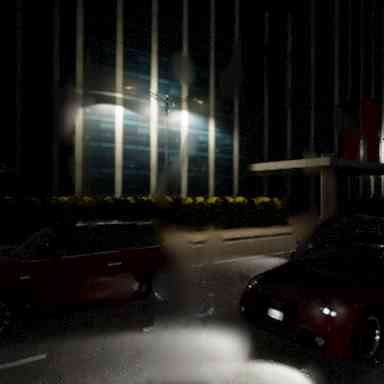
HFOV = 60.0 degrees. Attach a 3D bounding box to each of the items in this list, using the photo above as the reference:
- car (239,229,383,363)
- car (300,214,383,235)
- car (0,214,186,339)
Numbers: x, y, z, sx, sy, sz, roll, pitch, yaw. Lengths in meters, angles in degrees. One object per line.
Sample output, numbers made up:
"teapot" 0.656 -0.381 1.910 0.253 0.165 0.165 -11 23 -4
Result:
"car" 2.845 1.615 5.993 4.181 1.385 1.994 1 0 -35
"car" 5.969 1.613 12.506 4.892 1.490 1.837 1 0 -35
"car" -2.418 1.367 6.552 4.553 1.767 2.097 1 0 -35
